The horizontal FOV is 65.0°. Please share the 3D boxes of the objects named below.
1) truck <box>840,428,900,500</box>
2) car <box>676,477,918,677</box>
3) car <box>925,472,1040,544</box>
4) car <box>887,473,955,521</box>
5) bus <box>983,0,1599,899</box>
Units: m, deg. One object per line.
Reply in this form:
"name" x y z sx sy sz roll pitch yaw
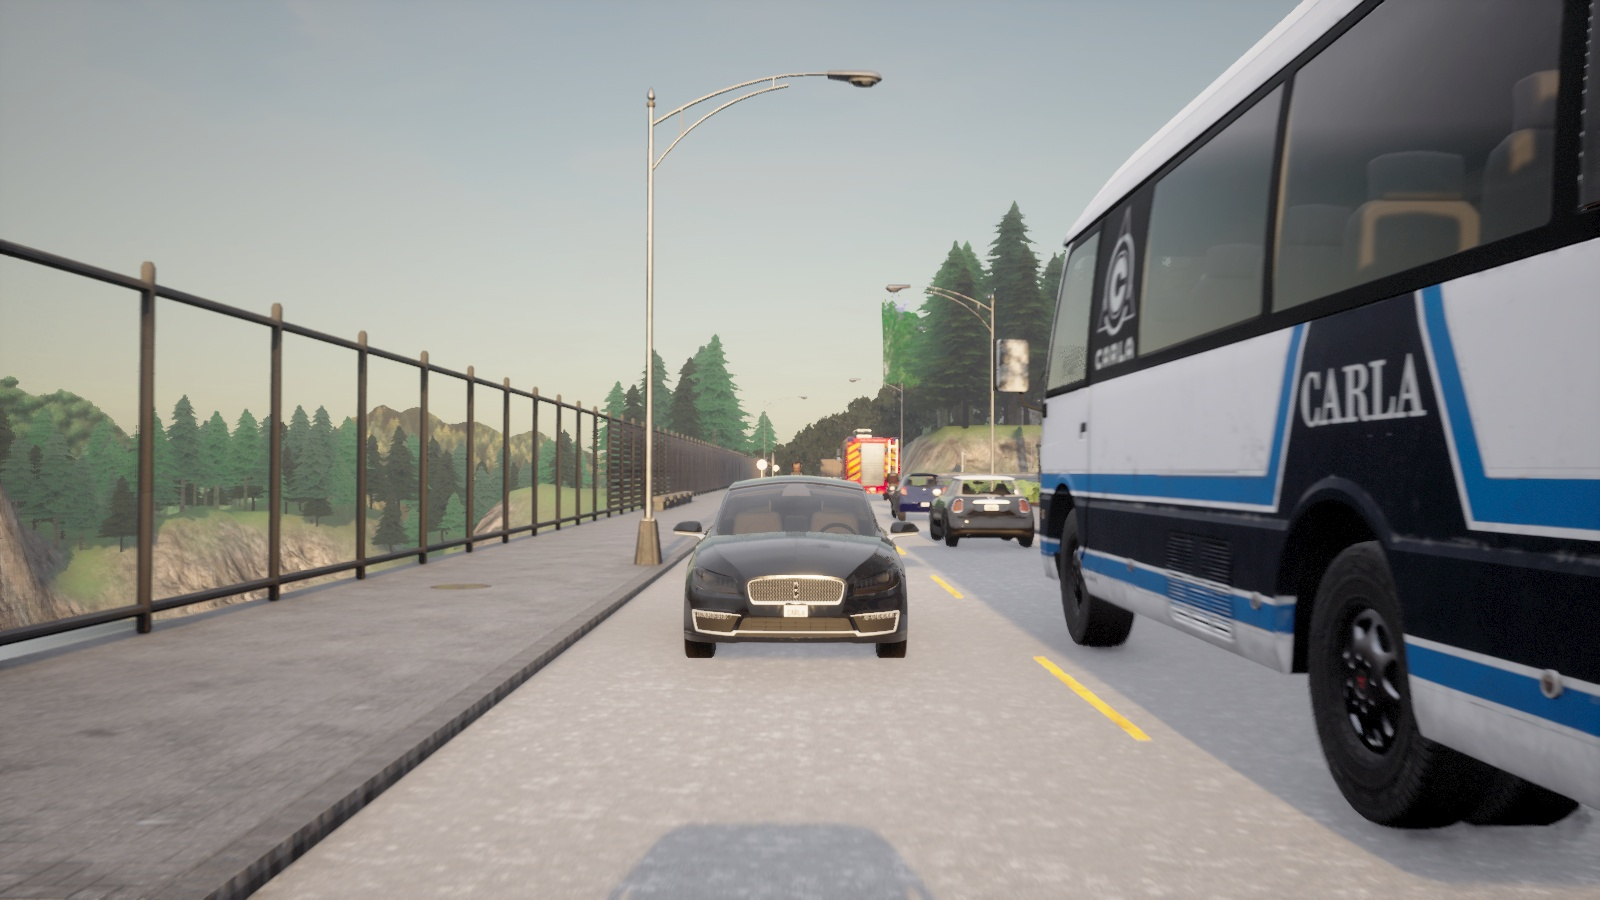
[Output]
"truck" 3.828 0.819 70.778 2.891 3.827 8.468 0 -1 0
"car" -0.029 1.021 12.004 1.837 1.490 4.892 0 -1 0
"car" 3.932 1.228 27.715 1.970 1.475 3.806 0 -1 0
"car" 3.900 1.501 41.072 1.845 1.501 3.633 0 -1 0
"bus" 3.974 -0.437 8.399 3.944 4.253 10.273 0 -1 0
